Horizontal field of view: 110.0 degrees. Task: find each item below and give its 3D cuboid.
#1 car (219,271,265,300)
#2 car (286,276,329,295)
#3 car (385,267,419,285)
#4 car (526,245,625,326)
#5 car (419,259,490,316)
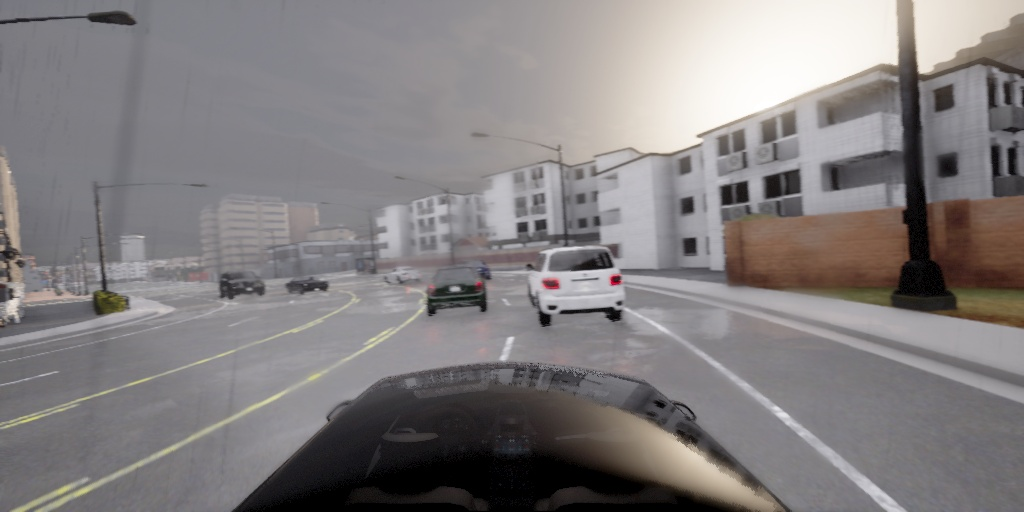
[{"bbox_3d":[-21.156,2.239,27.994,5.566,2.045,2.150,-4,1,43],"label":"car"},{"bbox_3d":[-16.023,2.250,28.029,4.718,1.301,1.895,-4,1,44],"label":"car"},{"bbox_3d":[-9.659,1.683,31.652,1.812,1.442,4.674,-4,0,-40],"label":"car"},{"bbox_3d":[1.718,0.756,11.105,2.150,2.045,5.566,-4,1,0],"label":"car"},{"bbox_3d":[-2.076,1.130,14.201,2.097,1.767,4.553,-4,1,-5],"label":"car"}]
